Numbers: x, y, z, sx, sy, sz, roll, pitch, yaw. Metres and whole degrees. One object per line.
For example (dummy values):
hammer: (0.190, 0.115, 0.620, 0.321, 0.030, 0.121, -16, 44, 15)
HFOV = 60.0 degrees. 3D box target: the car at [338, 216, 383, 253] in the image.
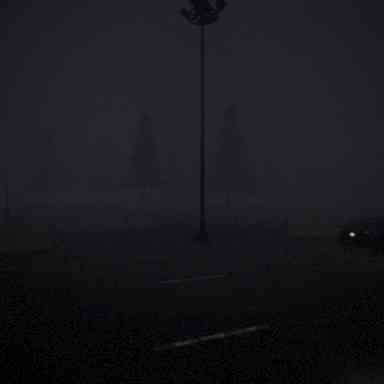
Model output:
car: (8.574, 1.761, 14.695, 4.181, 1.385, 1.994, 0, -1, -22)
